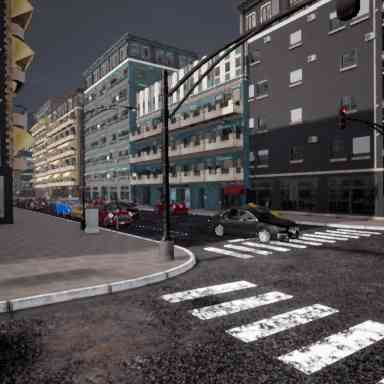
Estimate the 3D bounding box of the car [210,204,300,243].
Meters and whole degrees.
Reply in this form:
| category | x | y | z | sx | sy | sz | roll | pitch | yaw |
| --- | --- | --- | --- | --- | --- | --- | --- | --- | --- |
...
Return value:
| category | x | y | z | sx | sy | sz | roll | pitch | yaw |
| --- | --- | --- | --- | --- | --- | --- | --- | --- | --- |
| car | 2.979 | 1.547 | 16.542 | 1.837 | 1.490 | 4.892 | -1 | 0 | -39 |

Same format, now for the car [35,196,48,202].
| category | x | y | z | sx | sy | sz | roll | pitch | yaw |
| --- | --- | --- | --- | --- | --- | --- | --- | --- | --- |
| car | -37.539 | 1.727 | 82.888 | 1.887 | 1.381 | 4.507 | -1 | 1 | -35 |

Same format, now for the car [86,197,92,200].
| category | x | y | z | sx | sy | sz | roll | pitch | yaw |
| --- | --- | --- | --- | --- | --- | --- | --- | --- | --- |
| car | -14.260 | 1.612 | 40.297 | 2.128 | 1.511 | 4.902 | -1 | 1 | -35 |

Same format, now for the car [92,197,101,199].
| category | x | y | z | sx | sy | sz | roll | pitch | yaw |
| --- | --- | --- | --- | --- | --- | --- | --- | --- | --- |
| car | -15.050 | 1.501 | 51.343 | 1.967 | 1.590 | 4.097 | -1 | 1 | -35 |

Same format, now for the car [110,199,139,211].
| category | x | y | z | sx | sy | sz | roll | pitch | yaw |
| --- | --- | --- | --- | --- | --- | --- | --- | --- | --- |
| car | -8.623 | 1.581 | 42.332 | 2.008 | 1.369 | 4.403 | -1 | 1 | -35 |

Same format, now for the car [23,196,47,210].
| category | x | y | z | sx | sy | sz | roll | pitch | yaw |
| --- | --- | --- | --- | --- | --- | --- | --- | --- | --- |
| car | -21.873 | 1.627 | 46.479 | 1.967 | 1.590 | 4.097 | -1 | 1 | -35 |

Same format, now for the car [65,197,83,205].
| category | x | y | z | sx | sy | sz | roll | pitch | yaw |
| --- | --- | --- | --- | --- | --- | --- | --- | --- | --- |
| car | -21.474 | 1.645 | 60.357 | 2.008 | 1.369 | 4.403 | -1 | 1 | -35 |

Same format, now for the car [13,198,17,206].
| category | x | y | z | sx | sy | sz | roll | pitch | yaw |
| --- | --- | --- | --- | --- | --- | --- | --- | --- | --- |
| car | -31.510 | 1.782 | 59.999 | 1.887 | 1.381 | 4.507 | -1 | 1 | -35 |

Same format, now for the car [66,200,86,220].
| category | x | y | z | sx | sy | sz | roll | pitch | yaw |
| --- | --- | --- | --- | --- | --- | --- | --- | --- | --- |
| car | -8.921 | 1.652 | 28.317 | 1.752 | 1.417 | 4.829 | -1 | 1 | -35 |

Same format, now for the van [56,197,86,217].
| category | x | y | z | sx | sy | sz | roll | pitch | yaw |
| --- | --- | --- | --- | --- | --- | --- | --- | --- | --- |
| van | -12.236 | 1.483 | 32.960 | 1.690 | 1.788 | 3.998 | -1 | 1 | -35 |

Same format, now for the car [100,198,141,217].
| category | x | y | z | sx | sy | sz | roll | pitch | yaw |
| --- | --- | --- | --- | --- | --- | --- | --- | --- | --- |
| car | -6.199 | 1.588 | 28.960 | 1.837 | 1.490 | 4.892 | -1 | 1 | -36 |

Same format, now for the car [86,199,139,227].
| category | x | y | z | sx | sy | sz | roll | pitch | yaw |
| --- | --- | --- | --- | --- | --- | --- | --- | --- | --- |
| car | -5.809 | 1.552 | 23.949 | 1.967 | 1.590 | 4.097 | -1 | 1 | -35 |

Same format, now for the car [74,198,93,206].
| category | x | y | z | sx | sy | sz | roll | pitch | yaw |
| --- | --- | --- | --- | --- | --- | --- | --- | --- | --- |
| car | -18.261 | 1.643 | 55.850 | 1.947 | 1.339 | 4.313 | -1 | 1 | -35 |

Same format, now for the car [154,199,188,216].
| category | x | y | z | sx | sy | sz | roll | pitch | yaw |
| --- | --- | --- | --- | --- | --- | --- | --- | --- | --- |
| car | -2.198 | 1.441 | 33.319 | 1.967 | 1.590 | 4.097 | -1 | 1 | -35 |

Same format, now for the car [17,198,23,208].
| category | x | y | z | sx | sy | sz | roll | pitch | yaw |
| --- | --- | --- | --- | --- | --- | --- | --- | --- | --- |
| car | -25.084 | 1.769 | 50.986 | 1.947 | 1.339 | 4.313 | -1 | 1 | -35 |
